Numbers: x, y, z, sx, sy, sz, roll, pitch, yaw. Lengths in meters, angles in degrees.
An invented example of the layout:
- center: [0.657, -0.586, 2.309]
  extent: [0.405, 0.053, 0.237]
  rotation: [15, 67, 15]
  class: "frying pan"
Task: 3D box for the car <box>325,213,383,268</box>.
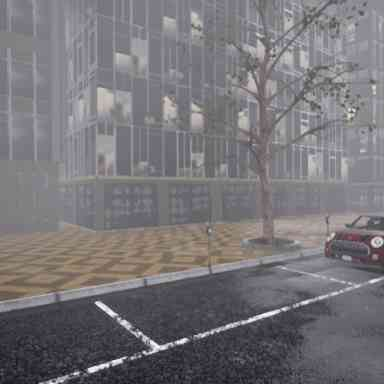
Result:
- center: [6.197, 1.432, 10.990]
  extent: [4.097, 1.590, 1.967]
  rotation: [0, 0, -36]
  class: "car"
